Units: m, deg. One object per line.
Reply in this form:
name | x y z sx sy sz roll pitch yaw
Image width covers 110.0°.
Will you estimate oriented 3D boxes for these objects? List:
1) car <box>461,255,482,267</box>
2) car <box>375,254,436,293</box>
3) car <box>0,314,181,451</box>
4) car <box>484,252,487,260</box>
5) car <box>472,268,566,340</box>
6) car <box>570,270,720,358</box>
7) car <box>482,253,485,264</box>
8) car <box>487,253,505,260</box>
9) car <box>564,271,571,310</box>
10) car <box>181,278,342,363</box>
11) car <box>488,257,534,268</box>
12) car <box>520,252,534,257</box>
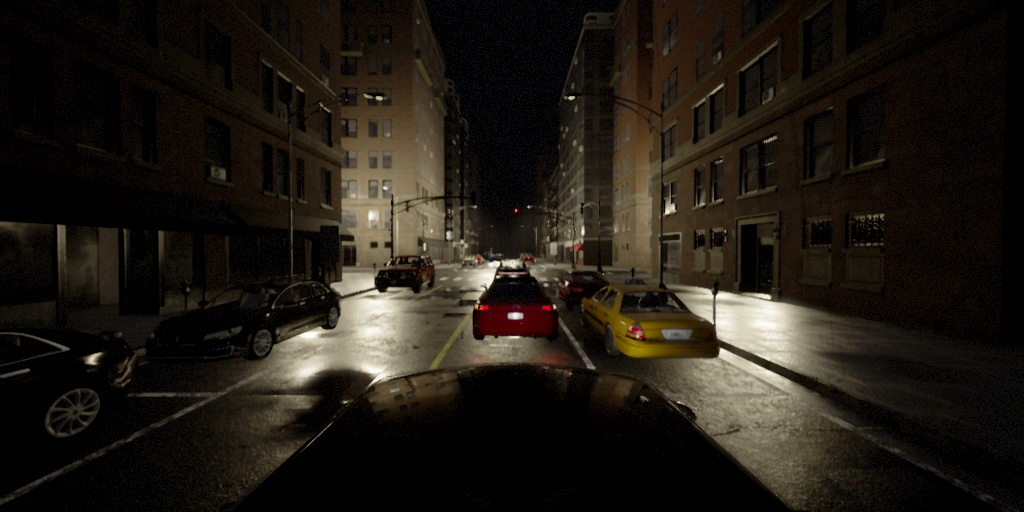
car | -5.301 0.693 45.204 2.007 1.370 4.403 0 0 0
car | -5.355 0.827 18.743 2.192 1.841 5.009 0 0 0
car | -5.388 1.290 2.506 2.007 1.370 4.403 0 0 0
car | -5.279 0.513 55.941 1.751 1.417 4.829 0 0 0
car | 0.082 1.205 9.566 1.994 1.385 4.181 0 1 0
car | 2.648 1.189 8.063 1.751 1.417 4.829 0 0 0
car | -5.290 0.610 50.658 1.888 1.381 4.507 0 0 0
car | -2.697 0.534 59.868 1.895 1.301 4.718 0 1 1
car | 2.659 1.170 13.305 1.802 1.307 4.207 0 0 0
car | -5.377 1.214 7.919 2.007 1.370 4.403 0 0 0
car | 0.035 0.994 19.433 2.128 1.511 4.902 0 1 0
car | 2.757 0.349 61.541 1.967 1.591 4.097 0 0 0
